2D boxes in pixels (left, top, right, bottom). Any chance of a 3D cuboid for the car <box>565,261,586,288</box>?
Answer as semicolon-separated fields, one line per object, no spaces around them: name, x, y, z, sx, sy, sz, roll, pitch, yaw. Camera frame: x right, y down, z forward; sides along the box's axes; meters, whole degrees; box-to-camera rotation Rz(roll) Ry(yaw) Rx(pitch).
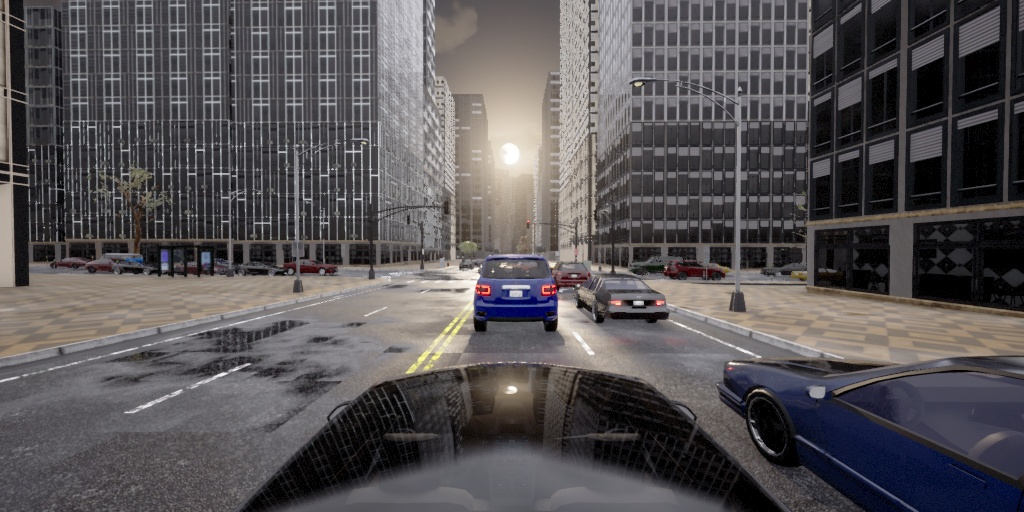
car;3.349;1.092;21.424;2.097;1.767;4.553;0;0;0

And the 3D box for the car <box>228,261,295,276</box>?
car;-22.732;1.173;32.604;4.313;1.339;1.948;0;0;1

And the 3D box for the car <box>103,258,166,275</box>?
car;-34.097;1.068;32.911;4.313;1.339;1.948;0;0;1

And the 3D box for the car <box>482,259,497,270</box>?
car;-3.336;1.191;53.372;1.882;1.535;5.008;0;0;0

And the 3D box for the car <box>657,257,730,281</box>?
car;16.193;1.268;32.075;5.009;1.841;2.192;0;0;1

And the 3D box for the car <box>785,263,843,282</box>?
car;27.641;1.578;31.878;4.829;1.417;1.751;0;0;1

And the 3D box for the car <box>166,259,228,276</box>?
car;-28.416;1.137;32.737;4.207;1.307;1.802;0;0;1

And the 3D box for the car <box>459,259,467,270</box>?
car;-6.602;1.220;52.481;1.837;1.490;4.892;0;0;-1

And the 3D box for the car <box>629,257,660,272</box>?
car;15.300;1.074;37.887;5.566;2.045;2.150;1;1;2

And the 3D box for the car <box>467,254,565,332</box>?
car;0.097;0.967;11.014;2.150;2.045;5.566;0;0;0

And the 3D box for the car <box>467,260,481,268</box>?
car;-6.571;1.304;62.784;1.895;1.301;4.718;0;0;0

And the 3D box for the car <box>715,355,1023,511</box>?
car;3.350;1.297;1.837;2.033;1.411;5.357;0;0;1

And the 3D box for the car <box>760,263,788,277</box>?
car;28.810;1.476;37.628;4.892;1.490;1.837;1;1;2

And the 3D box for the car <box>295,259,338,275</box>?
car;-19.766;1.068;35.252;5.008;1.535;1.882;1;1;0

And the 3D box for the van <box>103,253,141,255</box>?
van;-45.288;0.604;41.571;3.998;1.789;1.690;0;0;1

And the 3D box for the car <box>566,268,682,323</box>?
car;3.350;1.293;12.017;2.033;1.411;5.357;0;0;0

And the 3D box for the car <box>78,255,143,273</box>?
car;-39.541;0.936;35.659;4.674;1.442;1.812;1;1;1

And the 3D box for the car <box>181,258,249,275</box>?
car;-29.269;0.995;35.446;4.902;1.511;2.128;1;1;1
